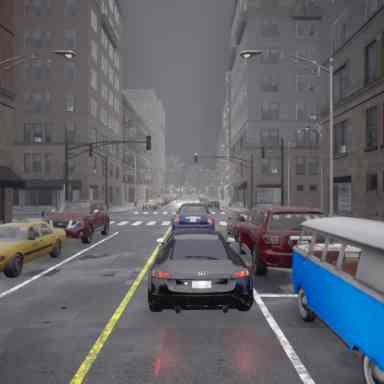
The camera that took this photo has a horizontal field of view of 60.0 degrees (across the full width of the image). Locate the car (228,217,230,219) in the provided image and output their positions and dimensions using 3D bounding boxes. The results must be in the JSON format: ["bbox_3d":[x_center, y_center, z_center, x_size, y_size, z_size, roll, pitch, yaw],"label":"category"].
[{"bbox_3d":[2.656,1.581,16.017,1.802,1.307,4.206,0,0,0],"label":"car"}]

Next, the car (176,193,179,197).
[{"bbox_3d":[-5.303,1.312,86.890,2.192,1.841,5.009,0,0,0],"label":"car"}]

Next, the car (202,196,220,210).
[{"bbox_3d":[2.686,1.547,43.026,2.008,1.369,4.403,0,0,0],"label":"car"}]

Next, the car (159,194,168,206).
[{"bbox_3d":[-5.352,1.522,53.828,1.752,1.417,4.829,0,0,0],"label":"car"}]

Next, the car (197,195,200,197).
[{"bbox_3d":[2.716,1.548,70.435,2.008,1.369,4.403,0,0,0],"label":"car"}]

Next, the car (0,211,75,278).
[{"bbox_3d":[-5.388,1.525,10.178,1.752,1.417,4.829,0,0,0],"label":"car"}]

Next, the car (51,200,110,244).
[{"bbox_3d":[-5.382,1.314,16.027,2.192,1.841,5.009,0,0,0],"label":"car"}]

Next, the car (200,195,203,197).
[{"bbox_3d":[2.698,1.547,53.989,2.008,1.369,4.403,0,0,0],"label":"car"}]

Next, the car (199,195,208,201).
[{"bbox_3d":[2.728,1.437,81.399,1.967,1.590,4.097,0,0,0],"label":"car"}]

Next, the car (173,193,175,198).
[{"bbox_3d":[-5.327,1.437,70.444,1.967,1.590,4.097,0,0,0],"label":"car"}]

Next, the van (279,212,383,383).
[{"bbox_3d":[2.643,1.341,4.659,1.690,1.788,3.998,0,0,0],"label":"van"}]

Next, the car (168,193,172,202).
[{"bbox_3d":[-5.343,1.311,59.480,2.192,1.841,5.009,0,0,0],"label":"car"}]

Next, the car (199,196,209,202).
[{"bbox_3d":[2.722,1.548,75.917,2.008,1.369,4.403,0,0,0],"label":"car"}]

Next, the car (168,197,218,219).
[{"bbox_3d":[0.069,1.350,17.788,2.097,1.767,4.553,0,0,0],"label":"car"}]

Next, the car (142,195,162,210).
[{"bbox_3d":[-5.368,1.521,42.864,1.752,1.417,4.829,0,0,0],"label":"car"}]

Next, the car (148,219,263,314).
[{"bbox_3d":[0.107,1.564,7.732,1.994,1.385,4.181,0,0,-2],"label":"car"}]

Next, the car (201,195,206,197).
[{"bbox_3d":[2.692,1.541,48.507,1.887,1.381,4.507,0,0,0],"label":"car"}]

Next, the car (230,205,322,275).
[{"bbox_3d":[2.650,1.314,10.338,2.192,1.841,5.009,0,0,0],"label":"car"}]

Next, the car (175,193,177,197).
[{"bbox_3d":[-5.311,1.563,81.409,1.947,1.339,4.313,0,0,0],"label":"car"}]
